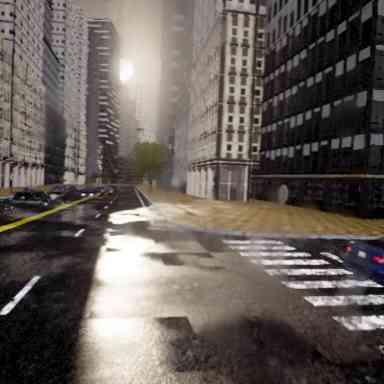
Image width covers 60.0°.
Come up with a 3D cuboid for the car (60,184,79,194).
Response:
[{"bbox_3d":[-20.456,-0.613,55.624,2.128,1.511,4.902,2,1,-10],"label":"car"}]

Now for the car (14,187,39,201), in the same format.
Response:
[{"bbox_3d":[-16.667,0.125,34.238,1.895,1.301,4.718,2,1,-10],"label":"car"}]

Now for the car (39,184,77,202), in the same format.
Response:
[{"bbox_3d":[-13.124,0.184,32.927,2.128,1.511,4.902,2,1,-10],"label":"car"}]

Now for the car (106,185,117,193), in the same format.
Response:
[{"bbox_3d":[-15.237,-0.574,63.249,1.837,1.490,4.892,2,1,-10],"label":"car"}]

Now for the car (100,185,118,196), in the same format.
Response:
[{"bbox_3d":[-12.920,-0.110,51.035,1.895,1.301,4.718,2,1,-10],"label":"car"}]

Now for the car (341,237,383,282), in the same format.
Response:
[{"bbox_3d":[6.719,1.716,8.492,5.357,1.411,2.033,3,2,-5],"label":"car"}]

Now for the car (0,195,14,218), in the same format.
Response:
[{"bbox_3d":[-9.704,0.794,13.998,2.033,1.411,5.357,2,1,-10],"label":"car"}]

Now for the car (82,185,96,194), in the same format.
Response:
[{"bbox_3d":[-17.240,-0.446,56.076,2.033,1.411,5.357,2,1,-10],"label":"car"}]
